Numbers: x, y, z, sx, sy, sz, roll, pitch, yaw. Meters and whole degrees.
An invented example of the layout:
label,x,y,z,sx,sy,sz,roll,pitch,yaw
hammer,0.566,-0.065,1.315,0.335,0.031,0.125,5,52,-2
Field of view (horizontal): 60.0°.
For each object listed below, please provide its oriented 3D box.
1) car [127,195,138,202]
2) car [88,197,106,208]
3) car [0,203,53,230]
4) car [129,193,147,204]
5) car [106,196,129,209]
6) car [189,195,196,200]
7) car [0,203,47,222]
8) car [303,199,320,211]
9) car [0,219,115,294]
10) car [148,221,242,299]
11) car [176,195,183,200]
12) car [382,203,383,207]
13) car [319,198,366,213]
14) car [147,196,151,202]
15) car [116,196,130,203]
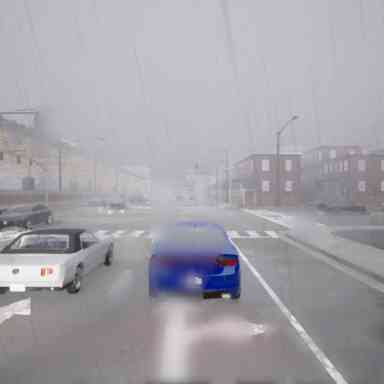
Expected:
label,x,y,z,sx,sy,sz,roll,pitch,yaw
car,-13.914,1.499,78.200,1.837,1.490,4.892,0,0,0
car,-14.040,1.525,49.539,1.812,1.442,4.674,0,0,0
car,-10.577,1.505,21.272,1.837,1.490,4.892,0,0,0
car,-10.481,1.220,63.382,2.150,2.045,5.566,0,0,1
car,-9.954,1.477,44.549,1.882,1.535,5.008,0,0,-8
car,0.102,1.539,93.311,2.033,1.411,5.357,0,0,0
car,-14.070,1.600,27.706,1.895,1.301,4.718,0,0,0
car,15.755,1.491,39.486,4.902,1.511,2.128,0,0,0
car,-3.420,1.601,8.775,1.895,1.301,4.718,0,0,0
car,0.075,1.478,8.508,1.882,1.535,5.008,0,0,1
car,-3.398,1.499,93.267,1.837,1.490,4.892,0,0,0
car,25.746,1.221,39.474,5.566,2.045,2.150,0,0,0
car,16.500,1.564,35.983,4.181,1.385,1.994,0,0,0
car,-10.418,1.524,74.833,1.812,1.442,4.674,0,0,0
car,-13.931,1.525,67.594,1.812,1.442,4.674,0,0,0
